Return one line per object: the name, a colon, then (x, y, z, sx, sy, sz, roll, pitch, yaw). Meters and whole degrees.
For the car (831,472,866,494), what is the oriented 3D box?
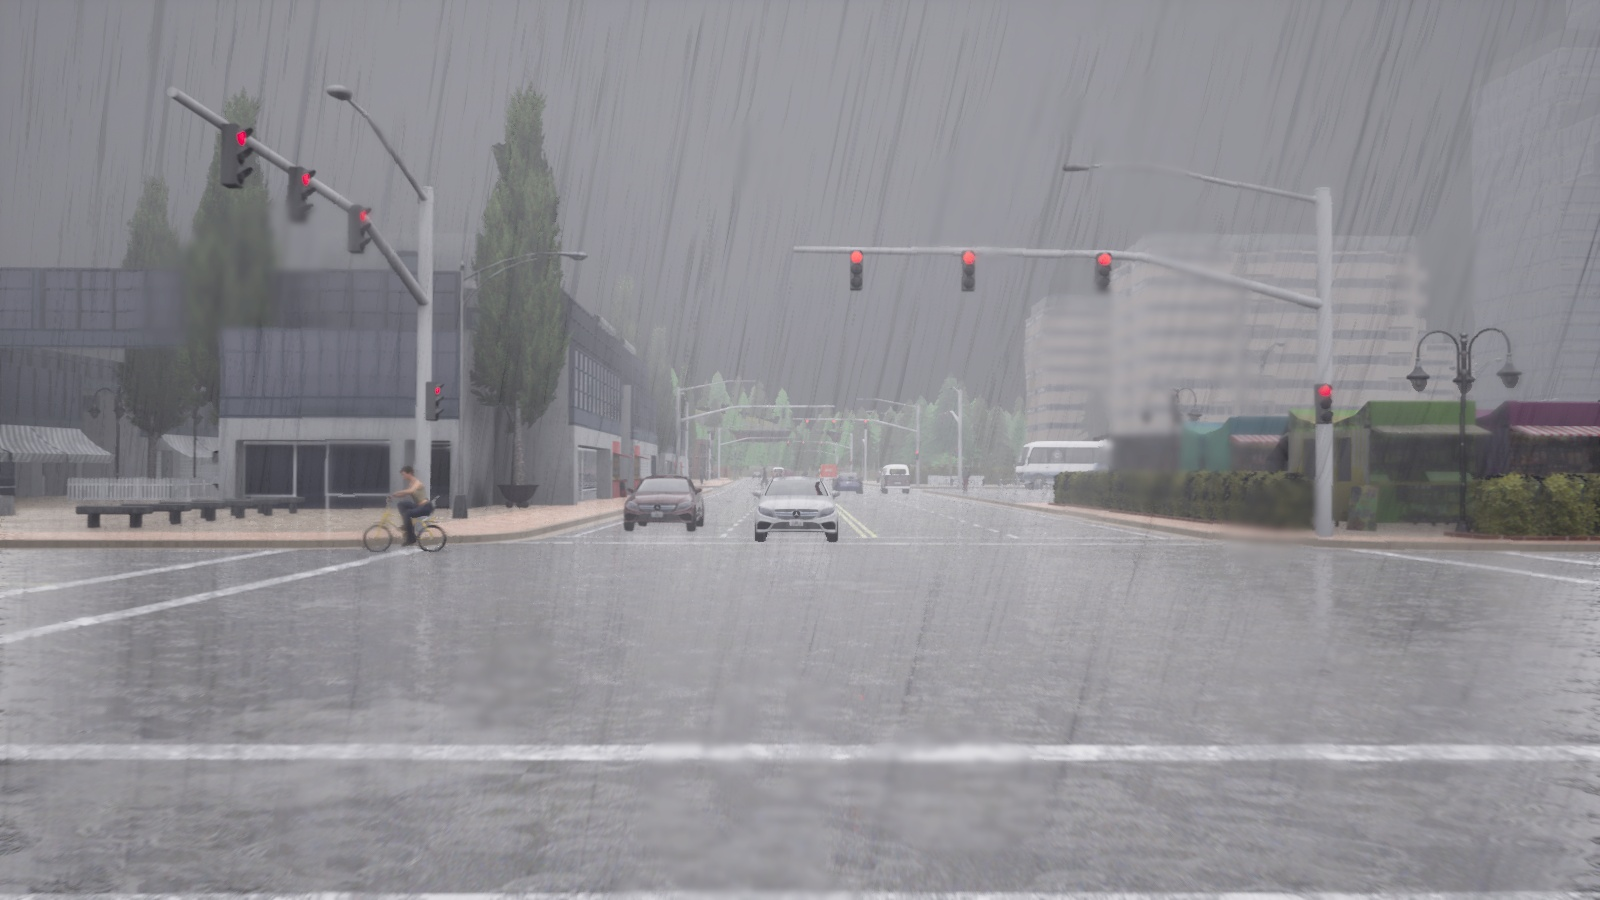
car: (3.270, 2.243, 86.120, 2.163, 1.488, 4.792, 0, -1, -1)

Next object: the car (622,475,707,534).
car: (-3.583, 1.423, 33.956, 1.812, 1.442, 4.674, 0, -1, 0)

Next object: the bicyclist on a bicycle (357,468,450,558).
bicyclist on a bicycle: (-7.377, 1.172, 23.363, 1.509, 1.612, 0.866, 0, -4, -28)

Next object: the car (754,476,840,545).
car: (-0.071, 1.327, 29.039, 1.812, 1.442, 4.674, 0, -1, 0)

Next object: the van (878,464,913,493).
van: (6.735, 1.997, 88.799, 2.069, 2.038, 4.480, 0, -1, -1)
